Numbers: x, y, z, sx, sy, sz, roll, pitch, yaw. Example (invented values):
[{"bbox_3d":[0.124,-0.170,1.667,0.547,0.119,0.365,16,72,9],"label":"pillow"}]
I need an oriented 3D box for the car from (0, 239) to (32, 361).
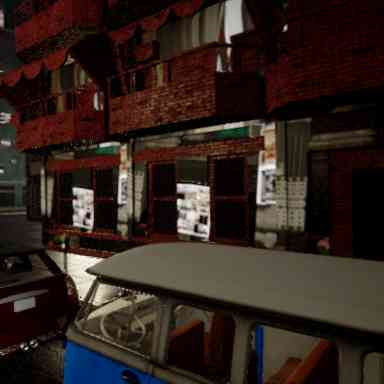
[{"bbox_3d":[-3.715,1.476,5.386,4.097,1.590,1.967,0,-1,36],"label":"car"}]

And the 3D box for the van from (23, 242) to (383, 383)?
[{"bbox_3d":[0.798,1.344,2.165,3.998,1.788,1.690,0,-1,36],"label":"van"}]
